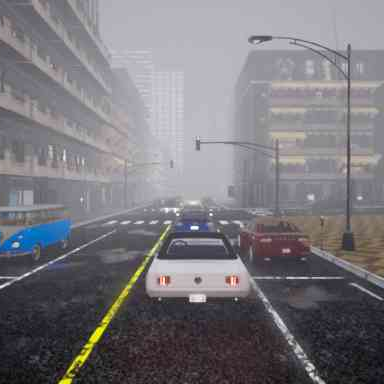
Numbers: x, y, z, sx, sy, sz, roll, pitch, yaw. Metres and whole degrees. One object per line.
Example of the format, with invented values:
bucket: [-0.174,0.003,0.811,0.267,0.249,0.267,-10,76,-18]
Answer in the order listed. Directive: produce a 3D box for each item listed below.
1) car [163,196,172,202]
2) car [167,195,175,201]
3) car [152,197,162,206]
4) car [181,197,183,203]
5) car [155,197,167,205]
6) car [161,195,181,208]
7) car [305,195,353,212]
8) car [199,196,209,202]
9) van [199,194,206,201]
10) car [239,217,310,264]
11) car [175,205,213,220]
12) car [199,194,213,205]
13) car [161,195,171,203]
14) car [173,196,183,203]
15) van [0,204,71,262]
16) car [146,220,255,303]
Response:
car: [-5.603,1.624,77.323,1.802,1.307,4.206,-1,0,0]
car: [-5.590,1.581,88.209,1.752,1.417,4.829,-1,0,0]
car: [-5.630,1.571,55.212,2.008,1.369,4.403,0,0,0]
car: [-2.998,1.572,59.966,2.033,1.411,5.357,0,0,1]
car: [-5.623,1.591,60.739,1.947,1.339,4.313,0,0,0]
car: [-3.033,1.579,49.543,1.994,1.385,4.181,0,0,0]
car: [14.193,1.097,34.677,4.553,1.767,2.097,-1,0,2]
car: [2.778,1.593,77.307,2.008,1.369,4.403,-1,0,0]
van: [2.789,1.397,88.363,1.690,1.788,3.998,-1,0,0]
car: [2.696,1.545,11.725,1.887,1.381,4.507,0,0,0]
car: [0.118,1.565,16.872,1.994,1.385,4.181,0,0,0]
car: [2.756,1.465,60.724,1.967,1.590,4.097,-1,0,0]
car: [-5.611,1.476,71.795,1.967,1.590,4.097,-1,0,0]
car: [-2.915,1.535,70.083,1.837,1.490,4.892,0,0,0]
van: [-5.686,1.341,11.736,1.690,1.788,3.998,0,0,0]
car: [0.110,1.601,8.134,1.895,1.301,4.718,0,0,0]
